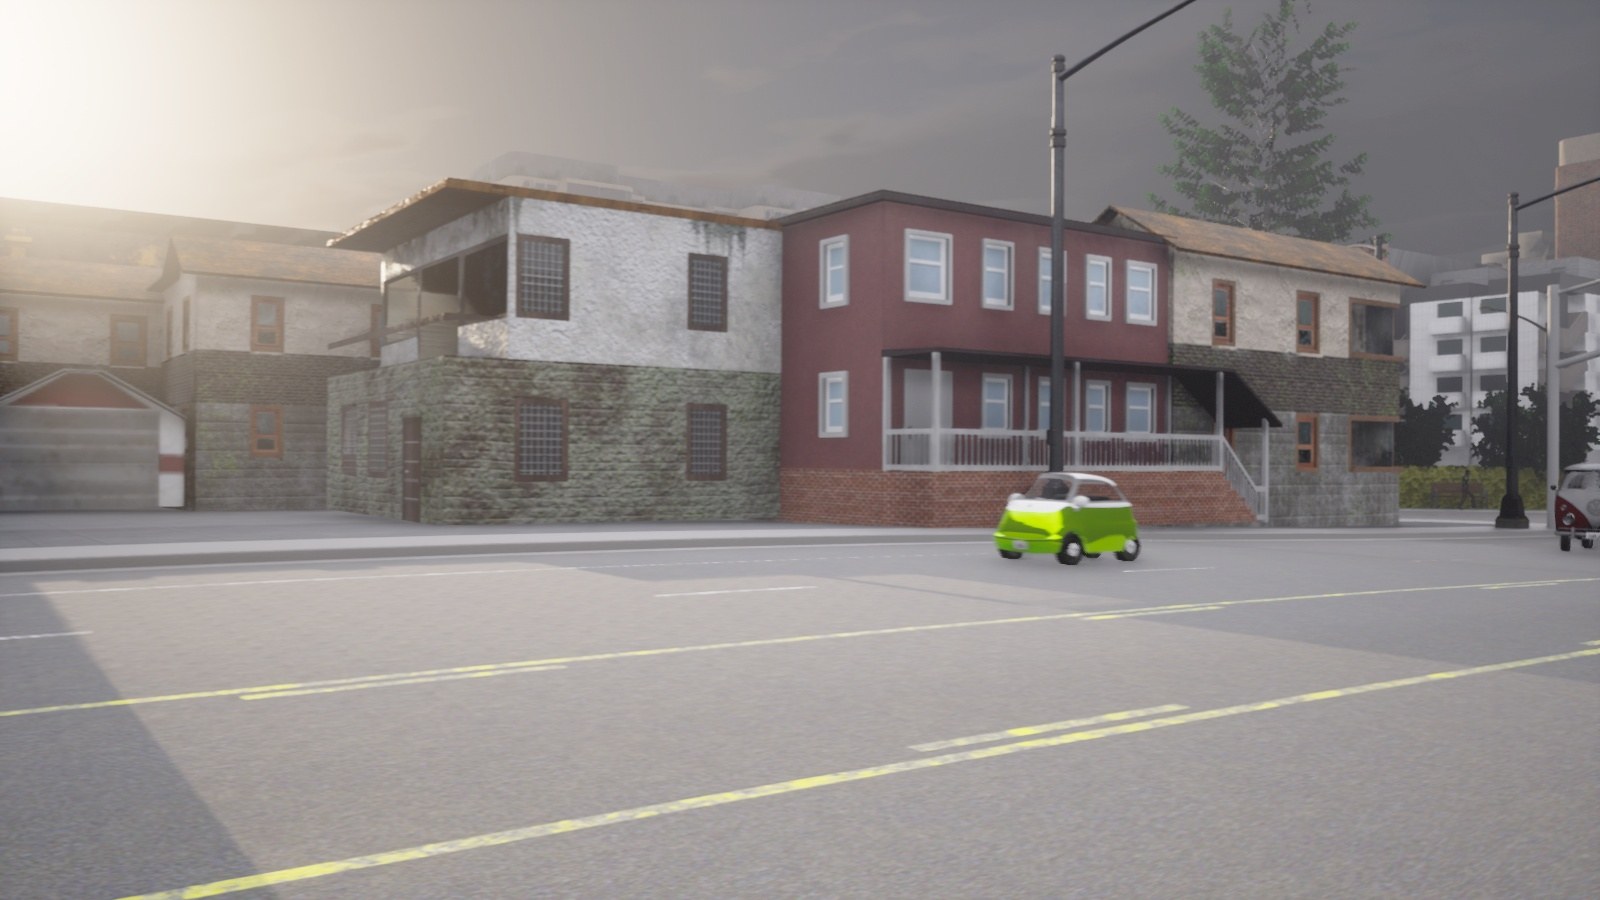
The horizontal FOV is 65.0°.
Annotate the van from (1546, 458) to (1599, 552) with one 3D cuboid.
[{"bbox_3d":[18.372,1.232,28.394,1.775,1.987,4.442,0,-1,41],"label":"van"}]

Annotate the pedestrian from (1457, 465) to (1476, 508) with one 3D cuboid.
[{"bbox_3d":[29.653,1.618,55.884,0.692,1.930,0.395,0,0,13],"label":"pedestrian"}]

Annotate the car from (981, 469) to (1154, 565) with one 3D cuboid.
[{"bbox_3d":[4.119,1.008,19.316,2.207,1.376,1.481,2,-1,-35],"label":"car"}]
